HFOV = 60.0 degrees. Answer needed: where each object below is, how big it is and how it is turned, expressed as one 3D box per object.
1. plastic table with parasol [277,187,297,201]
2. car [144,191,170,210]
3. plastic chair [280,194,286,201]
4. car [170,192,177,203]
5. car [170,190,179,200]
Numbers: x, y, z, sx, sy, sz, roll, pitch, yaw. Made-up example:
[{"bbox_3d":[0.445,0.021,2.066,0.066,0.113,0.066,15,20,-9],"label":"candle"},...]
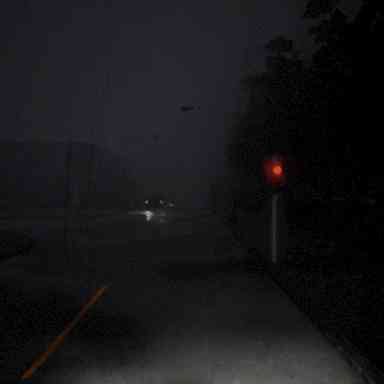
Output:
[{"bbox_3d":[17.985,0.349,63.014,2.482,2.480,2.482,-5,1,-38],"label":"plastic table with parasol"},{"bbox_3d":[-4.006,1.042,37.054,2.097,1.767,4.553,0,0,0],"label":"car"},{"bbox_3d":[17.058,1.021,62.169,0.730,1.271,0.750,-4,2,-33],"label":"plastic chair"},{"bbox_3d":[-3.941,1.108,54.710,1.994,1.385,4.181,0,0,0],"label":"car"},{"bbox_3d":[-3.840,0.619,69.882,2.150,2.045,5.566,0,0,0],"label":"car"}]
